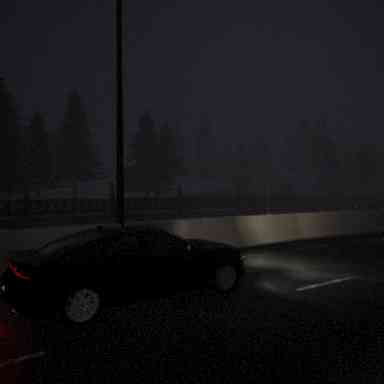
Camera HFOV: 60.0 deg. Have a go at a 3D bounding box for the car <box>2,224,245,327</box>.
[{"bbox_3d":[-1.109,1.428,7.012,5.008,1.535,1.882,-1,0,-33],"label":"car"}]

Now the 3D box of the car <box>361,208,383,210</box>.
[{"bbox_3d":[16.587,1.269,27.385,4.181,1.385,1.994,0,0,-19],"label":"car"}]
